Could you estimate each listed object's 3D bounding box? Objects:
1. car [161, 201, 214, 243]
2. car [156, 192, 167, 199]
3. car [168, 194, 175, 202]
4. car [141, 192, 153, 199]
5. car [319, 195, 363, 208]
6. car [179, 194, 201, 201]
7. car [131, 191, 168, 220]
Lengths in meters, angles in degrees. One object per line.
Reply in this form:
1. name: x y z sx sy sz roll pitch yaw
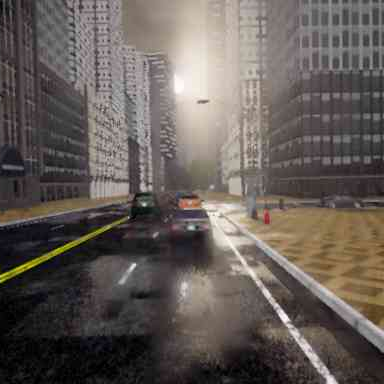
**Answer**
1. car: -0.043 1.357 15.003 2.033 1.411 5.357 -1 1 0
2. car: -7.064 0.733 77.034 2.033 1.411 5.357 -1 1 0
3. car: -3.519 0.979 47.877 1.812 1.442 4.674 -2 0 0
4. car: -10.313 0.810 77.013 2.033 1.411 5.357 -1 1 0
5. car: 15.649 1.015 34.958 4.403 1.369 2.008 -1 1 -1
6. car: -0.176 1.029 32.079 2.097 1.767 4.553 -1 -1 0
7. car: -3.370 0.969 26.108 2.150 2.045 5.566 -1 1 0
